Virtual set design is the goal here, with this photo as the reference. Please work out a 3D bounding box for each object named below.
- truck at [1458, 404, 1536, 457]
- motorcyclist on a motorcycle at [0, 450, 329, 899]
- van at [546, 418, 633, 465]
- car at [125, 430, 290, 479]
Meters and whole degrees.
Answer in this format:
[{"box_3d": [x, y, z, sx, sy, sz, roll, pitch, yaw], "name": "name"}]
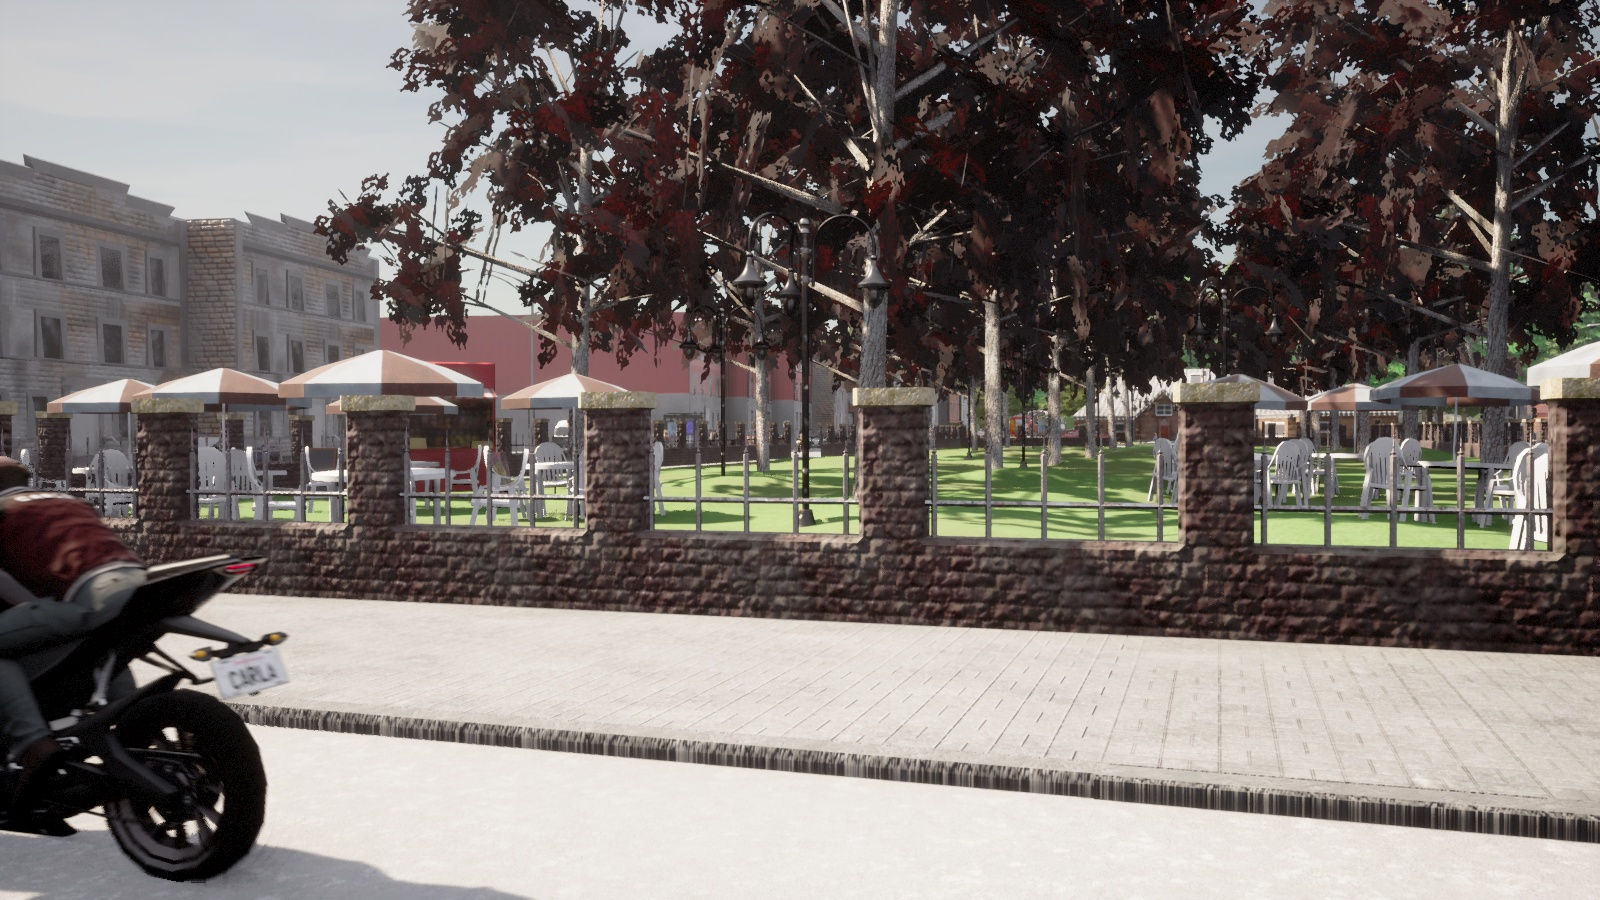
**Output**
[{"box_3d": [47.844, -1.360, 86.422, 2.891, 3.462, 7.936, 0, 1, 15], "name": "truck"}, {"box_3d": [-2.967, 0.775, 4.702, 2.191, 1.530, 0.866, 1, 1, 18], "name": "motorcyclist on a motorcycle"}, {"box_3d": [-9.543, -0.403, 57.238, 2.069, 2.038, 4.480, 1, 1, 18], "name": "van"}, {"box_3d": [-19.178, 0.099, 40.930, 2.163, 1.488, 4.792, 1, 1, 18], "name": "car"}]
